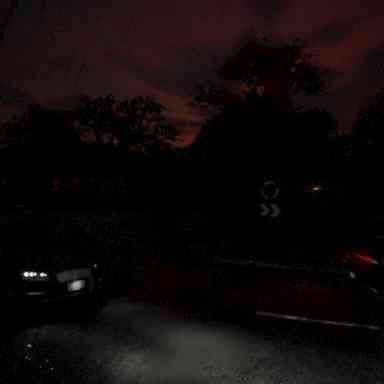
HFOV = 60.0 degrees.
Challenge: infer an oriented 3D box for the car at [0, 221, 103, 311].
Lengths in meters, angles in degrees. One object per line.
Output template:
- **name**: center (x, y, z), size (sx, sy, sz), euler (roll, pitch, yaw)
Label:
- **car**: center (-4.031, 1.472, 7.792), size (4.902, 1.511, 2.128), euler (0, -1, 40)

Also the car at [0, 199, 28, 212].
- **car**: center (-22.191, 1.574, 39.535), size (5.357, 1.411, 2.033), euler (2, -1, 15)

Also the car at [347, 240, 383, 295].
- **car**: center (5.862, 1.630, 6.777), size (4.902, 1.511, 2.128), euler (1, 0, 11)
